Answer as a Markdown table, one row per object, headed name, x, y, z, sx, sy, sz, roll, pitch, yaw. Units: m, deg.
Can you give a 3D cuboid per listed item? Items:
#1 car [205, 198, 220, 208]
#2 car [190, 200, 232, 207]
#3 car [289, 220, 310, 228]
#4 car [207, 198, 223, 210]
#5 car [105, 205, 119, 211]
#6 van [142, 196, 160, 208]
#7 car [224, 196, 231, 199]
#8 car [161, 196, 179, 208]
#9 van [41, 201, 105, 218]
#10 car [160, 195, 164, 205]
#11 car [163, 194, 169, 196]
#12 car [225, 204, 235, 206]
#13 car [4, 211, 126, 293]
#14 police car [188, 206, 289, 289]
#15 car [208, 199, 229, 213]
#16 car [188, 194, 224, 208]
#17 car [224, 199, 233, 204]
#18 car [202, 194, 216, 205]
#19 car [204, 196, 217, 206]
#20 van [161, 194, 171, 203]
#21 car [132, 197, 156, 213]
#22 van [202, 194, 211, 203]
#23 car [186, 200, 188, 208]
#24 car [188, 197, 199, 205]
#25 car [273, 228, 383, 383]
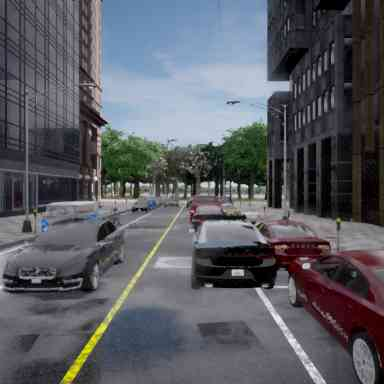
| name | x | y | z | sx | sy | sz | roll | pitch | yaw |
| --- | --- | --- | --- | --- | --- | --- | --- | --- | --- |
| car | 2.945 | 1.554 | 48.543 | 1.887 | 1.381 | 4.507 | 0 | 0 | 0 |
| car | 0.971 | 1.479 | 19.191 | 1.882 | 1.535 | 5.008 | 0 | 0 | 0 |
| car | 2.800 | 1.545 | 10.480 | 1.887 | 1.381 | 4.507 | 0 | 0 | 0 |
| car | 2.925 | 1.532 | 43.275 | 1.752 | 1.417 | 4.829 | 0 | 0 | 0 |
| car | -5.684 | 1.552 | 21.388 | 2.008 | 1.369 | 4.403 | 0 | 0 | 0 |
| van | -5.601 | 1.348 | 43.138 | 1.690 | 1.788 | 3.998 | 0 | 0 | 0 |
| car | 2.882 | 1.318 | 32.230 | 2.192 | 1.841 | 5.009 | 0 | 0 | 0 |
| car | -2.824 | 1.572 | 46.650 | 1.994 | 1.385 | 4.181 | 0 | 0 | 0 |
| van | -5.705 | 1.341 | 15.950 | 1.690 | 1.788 | 3.998 | 0 | 0 | 0 |
| car | -5.581 | 1.534 | 48.405 | 1.752 | 1.417 | 4.829 | 0 | 0 | 0 |
| car | -5.539 | 1.540 | 59.280 | 1.752 | 1.417 | 4.829 | 0 | 0 | 0 |
| car | 2.821 | 1.526 | 16.087 | 1.752 | 1.417 | 4.829 | 0 | 0 | 0 |
| car | -3.068 | 1.504 | 9.000 | 1.837 | 1.490 | 4.892 | 0 | 0 | 0 |
| police car | 0.933 | 1.426 | 9.301 | 1.930 | 1.638 | 5.238 | 0 | 0 | 0 |
| car | 2.904 | 1.555 | 37.667 | 2.008 | 1.369 | 4.403 | 0 | 0 | 0 |
| car | 0.958 | 1.224 | 25.219 | 2.150 | 2.045 | 5.566 | 0 | 0 | 0 |
| car | 2.863 | 1.527 | 26.962 | 1.752 | 1.417 | 4.829 | 0 | 0 | 0 |
| car | 2.986 | 1.330 | 59.418 | 2.192 | 1.841 | 5.009 | 0 | 0 | 0 |
| car | 2.966 | 1.452 | 53.980 | 1.967 | 1.590 | 4.097 | 0 | 0 | 0 |
| van | -5.497 | 1.363 | 70.325 | 1.690 | 1.788 | 3.998 | 0 | 0 | 0 |
| car | -5.622 | 1.570 | 37.700 | 1.947 | 1.339 | 4.313 | 0 | 0 | 0 |
| van | 3.028 | 1.363 | 70.293 | 1.690 | 1.788 | 3.998 | 0 | 0 | 0 |
| car | 0.194 | 1.500 | 47.149 | 2.128 | 1.511 | 4.902 | 0 | 0 | 1 |
| car | 0.229 | 1.579 | 60.382 | 1.994 | 1.385 | 4.181 | 0 | 0 | 0 |
| car | 2.779 | 1.545 | 5.042 | 1.887 | 1.381 | 4.507 | 0 | 0 | 0 |
